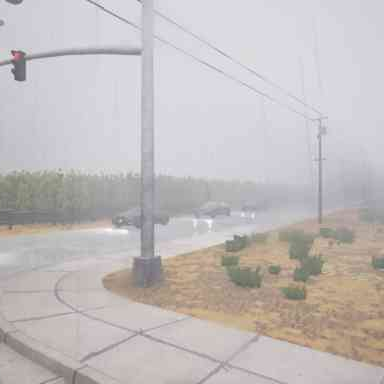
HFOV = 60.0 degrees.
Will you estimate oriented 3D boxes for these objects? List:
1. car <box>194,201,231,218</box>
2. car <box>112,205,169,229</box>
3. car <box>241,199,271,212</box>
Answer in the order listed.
[{"bbox_3d":[2.021,1.560,30.592,1.812,1.442,4.674,0,0,33],"label":"car"},{"bbox_3d":[-3.353,1.598,22.276,1.994,1.385,4.181,0,0,33],"label":"car"},{"bbox_3d":[7.665,1.582,39.363,2.033,1.411,5.357,0,0,33],"label":"car"}]
